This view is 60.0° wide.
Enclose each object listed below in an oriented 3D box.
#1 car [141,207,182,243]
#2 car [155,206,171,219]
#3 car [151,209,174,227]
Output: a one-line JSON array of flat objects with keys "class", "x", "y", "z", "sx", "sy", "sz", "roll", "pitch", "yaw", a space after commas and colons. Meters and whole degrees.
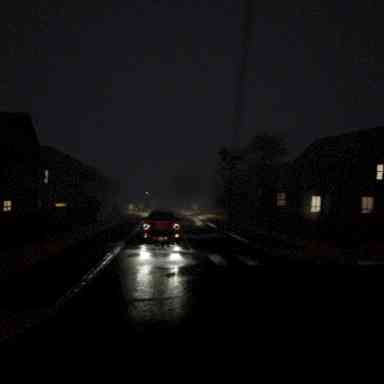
[{"class": "car", "x": -1.755, "y": 1.858, "z": 19.140, "sx": 2.097, "sy": 1.767, "sz": 4.553, "roll": 1, "pitch": -2, "yaw": -5}, {"class": "car", "x": -4.012, "y": 2.825, "z": 46.429, "sx": 2.128, "sy": 1.511, "sz": 4.902, "roll": 1, "pitch": -2, "yaw": -4}, {"class": "car", "x": -2.850, "y": 2.444, "z": 32.082, "sx": 2.033, "sy": 1.411, "sz": 5.357, "roll": 1, "pitch": -2, "yaw": -5}]
